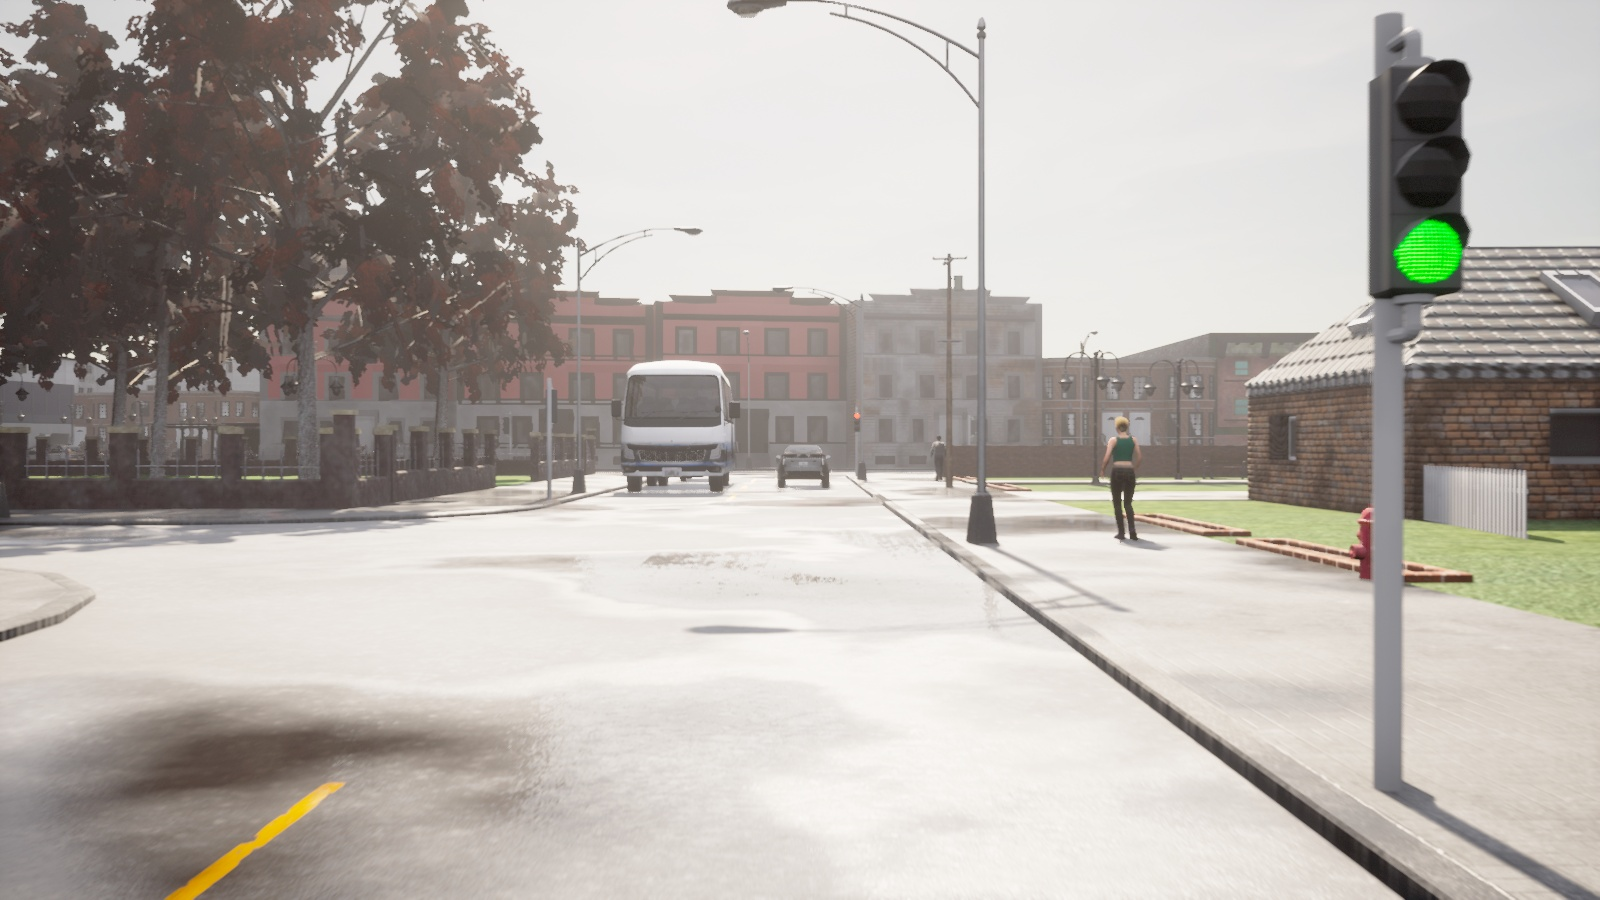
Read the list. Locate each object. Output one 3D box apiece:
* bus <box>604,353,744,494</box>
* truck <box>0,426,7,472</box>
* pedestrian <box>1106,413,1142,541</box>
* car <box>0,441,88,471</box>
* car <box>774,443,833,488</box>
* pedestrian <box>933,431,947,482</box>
[{"bbox_3d":[-4.024,-0.807,43.065,3.944,4.253,10.273,0,0,-1],"label":"bus"},{"bbox_3d":[-45.522,-0.046,66.613,5.204,2.467,2.627,0,0,0],"label":"truck"},{"bbox_3d":[4.724,0.386,18.329,0.345,1.836,0.594,0,0,-2],"label":"pedestrian"},{"bbox_3d":[-42.552,0.325,70.609,3.988,1.617,1.851,0,0,0],"label":"car"},{"bbox_3d":[0.128,0.510,45.196,2.007,1.525,4.514,0,0,0],"label":"car"},{"bbox_3d":[5.410,0.250,48.554,0.423,1.949,0.788,0,0,14],"label":"pedestrian"}]
